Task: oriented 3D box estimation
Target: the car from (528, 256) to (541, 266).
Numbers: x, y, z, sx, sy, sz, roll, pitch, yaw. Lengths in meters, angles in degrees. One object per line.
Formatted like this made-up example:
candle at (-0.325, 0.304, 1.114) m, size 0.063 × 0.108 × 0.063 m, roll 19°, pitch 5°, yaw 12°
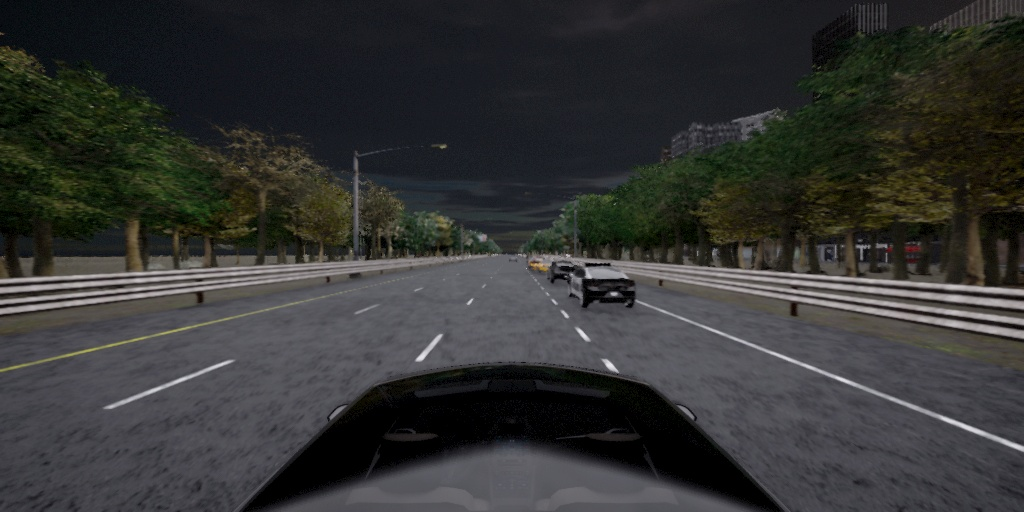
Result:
car at (3.658, 0.817, 58.944) m, size 1.801 × 1.575 × 5.366 m, roll 0°, pitch 0°, yaw 0°

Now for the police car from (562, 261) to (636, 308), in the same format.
police car at (3.509, 1.083, 14.902) m, size 1.930 × 1.638 × 5.238 m, roll 0°, pitch 0°, yaw 0°

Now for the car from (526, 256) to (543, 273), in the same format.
car at (3.172, 0.961, 37.658) m, size 1.801 × 1.575 × 5.366 m, roll 0°, pitch 0°, yaw -13°

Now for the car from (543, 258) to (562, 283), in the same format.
car at (3.529, 1.089, 25.779) m, size 1.837 × 1.490 × 4.892 m, roll 0°, pitch 0°, yaw 0°

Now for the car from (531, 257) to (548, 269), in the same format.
car at (3.609, 0.914, 47.754) m, size 1.882 × 1.535 × 5.008 m, roll 0°, pitch 0°, yaw 0°
